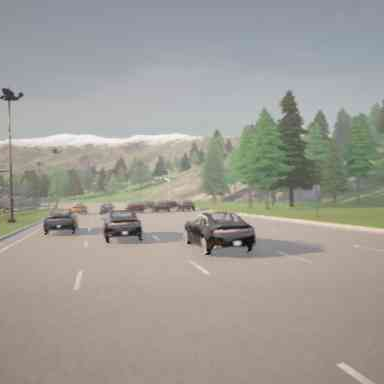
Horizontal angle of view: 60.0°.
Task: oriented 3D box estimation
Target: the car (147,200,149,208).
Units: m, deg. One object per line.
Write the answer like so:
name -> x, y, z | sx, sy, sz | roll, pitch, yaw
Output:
car -> -7.152, 2.093, 54.959 | 2.128, 1.511, 4.902 | -1, 0, -16

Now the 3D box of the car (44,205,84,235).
car -> -8.584, 1.886, 22.143 | 2.128, 1.511, 4.902 | -1, 0, -16

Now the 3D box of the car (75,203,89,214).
car -> -15.308, 2.227, 45.682 | 1.882, 1.535, 5.008 | -1, 0, -16

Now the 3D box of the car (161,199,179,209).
car -> -3.754, 1.995, 55.801 | 1.882, 1.535, 5.008 | -1, 0, -16

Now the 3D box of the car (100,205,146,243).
car -> -3.767, 1.726, 17.854 | 2.128, 1.511, 4.902 | -1, 0, -15

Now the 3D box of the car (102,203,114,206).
car -> -10.897, 2.160, 42.989 | 2.033, 1.411, 5.357 | -1, 0, -16

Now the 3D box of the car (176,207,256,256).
car -> 0.955, 1.568, 13.654 | 2.128, 1.511, 4.902 | -1, 0, -14

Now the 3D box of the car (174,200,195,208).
car -> -0.887, 1.873, 46.157 | 1.837, 1.490, 4.892 | -1, 0, -16

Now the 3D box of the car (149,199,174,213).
car -> -4.228, 1.955, 45.115 | 1.837, 1.490, 4.892 | -1, 0, -16

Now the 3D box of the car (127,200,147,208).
car -> -7.551, 2.008, 44.005 | 1.882, 1.535, 5.008 | -1, 0, -16
